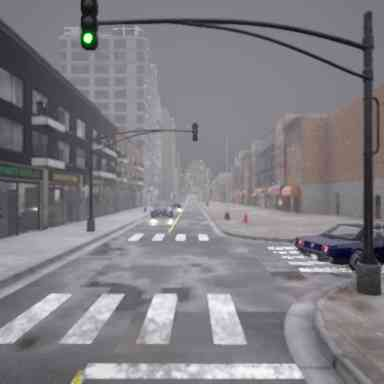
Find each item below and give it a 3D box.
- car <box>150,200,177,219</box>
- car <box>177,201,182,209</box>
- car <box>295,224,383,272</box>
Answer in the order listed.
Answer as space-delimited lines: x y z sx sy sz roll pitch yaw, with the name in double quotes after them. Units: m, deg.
-2.848 1.628 32.743 2.097 1.767 4.553 0 0 0 "car"
-2.786 2.146 56.790 1.895 1.301 4.718 0 -1 1 "car"
5.893 1.681 10.724 4.718 1.301 1.895 0 0 -15 "car"
